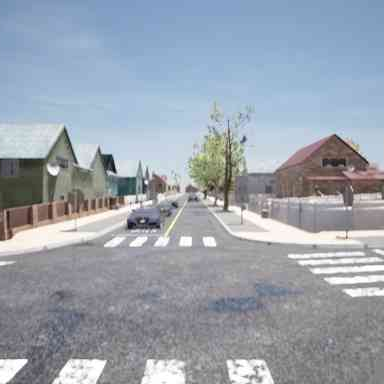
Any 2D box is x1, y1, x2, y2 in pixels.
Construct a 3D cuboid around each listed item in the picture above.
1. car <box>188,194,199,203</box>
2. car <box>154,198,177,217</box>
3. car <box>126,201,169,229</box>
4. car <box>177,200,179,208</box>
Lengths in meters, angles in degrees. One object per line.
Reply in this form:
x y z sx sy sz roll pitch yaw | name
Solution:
0.268 1.125 65.450 2.097 1.767 4.553 0 0 1 | car
-2.766 1.393 30.288 2.128 1.511 4.902 0 0 0 | car
-2.813 1.495 21.108 1.994 1.385 4.181 0 0 1 | car
-2.721 1.456 43.522 1.895 1.301 4.718 0 0 0 | car
